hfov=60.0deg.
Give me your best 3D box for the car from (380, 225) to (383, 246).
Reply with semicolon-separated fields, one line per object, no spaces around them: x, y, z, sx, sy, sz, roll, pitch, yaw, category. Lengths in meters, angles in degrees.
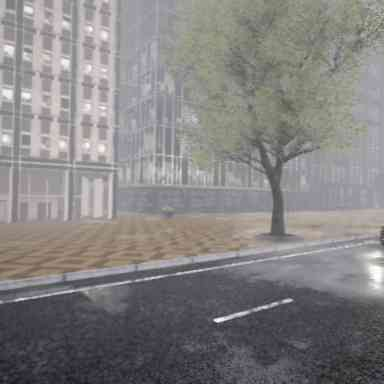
10.353;1.636;14.927;5.008;1.535;1.882;0;0;-35;car
